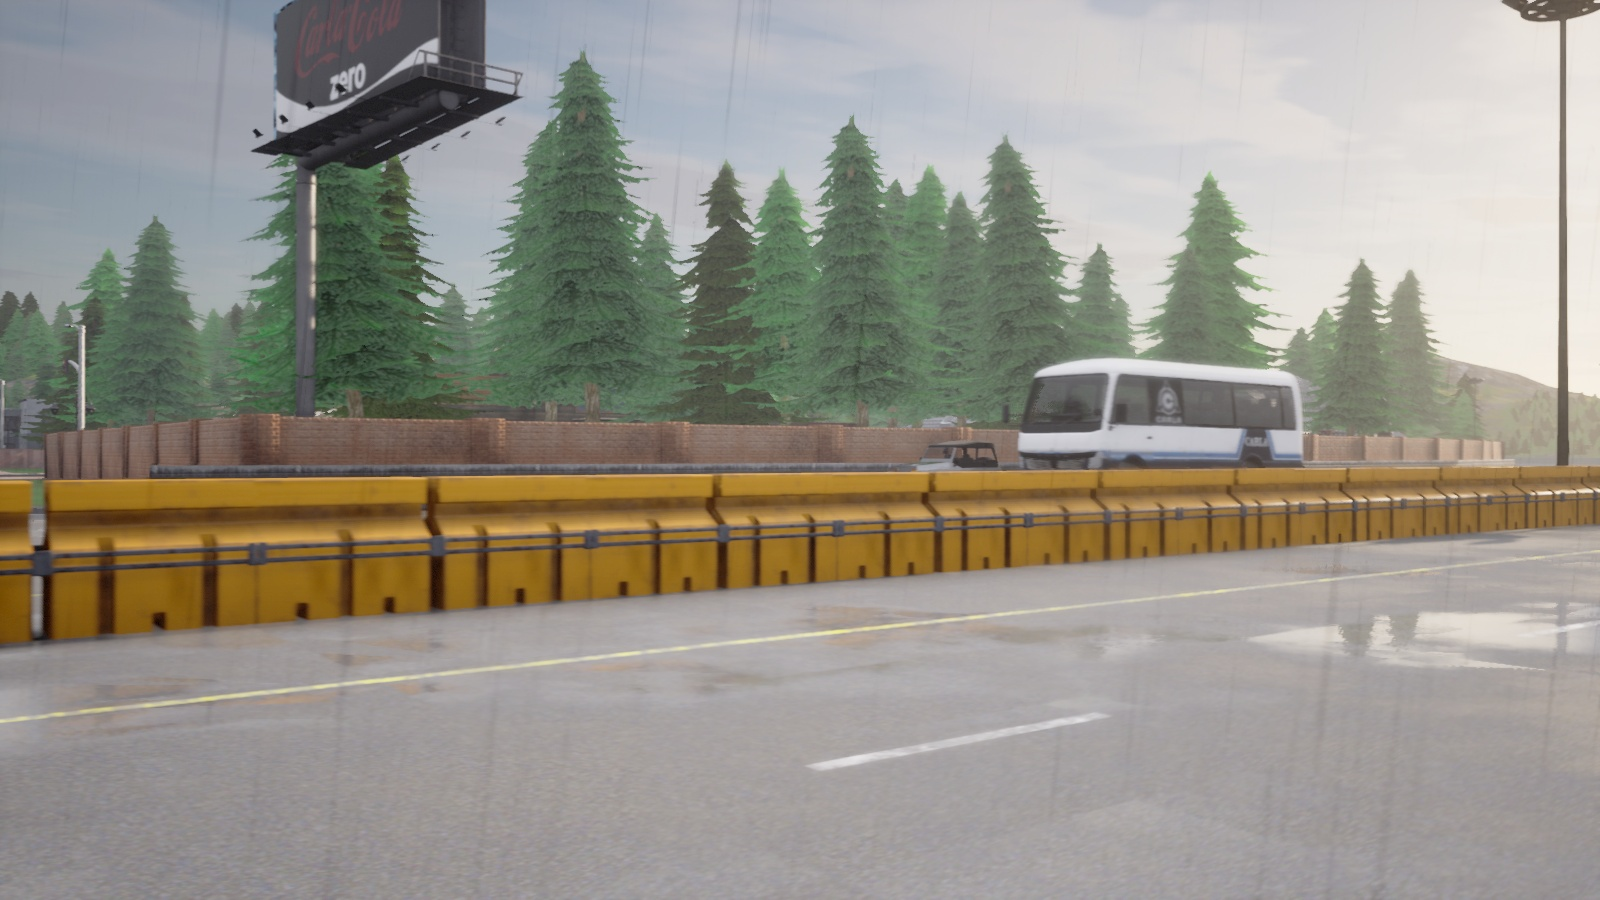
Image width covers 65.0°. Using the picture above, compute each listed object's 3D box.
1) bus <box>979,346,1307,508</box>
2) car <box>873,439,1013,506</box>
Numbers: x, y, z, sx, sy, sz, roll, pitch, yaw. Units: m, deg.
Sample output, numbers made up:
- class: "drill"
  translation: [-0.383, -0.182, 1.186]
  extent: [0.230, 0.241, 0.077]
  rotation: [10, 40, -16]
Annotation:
- class: "bus"
  translation: [10.460, -0.552, 37.576]
  extent: [10.273, 4.253, 3.944]
  rotation: [1, -1, -36]
- class: "car"
  translation: [4.287, 0.634, 37.362]
  extent: [3.866, 1.878, 1.905]
  rotation: [0, 0, -36]
